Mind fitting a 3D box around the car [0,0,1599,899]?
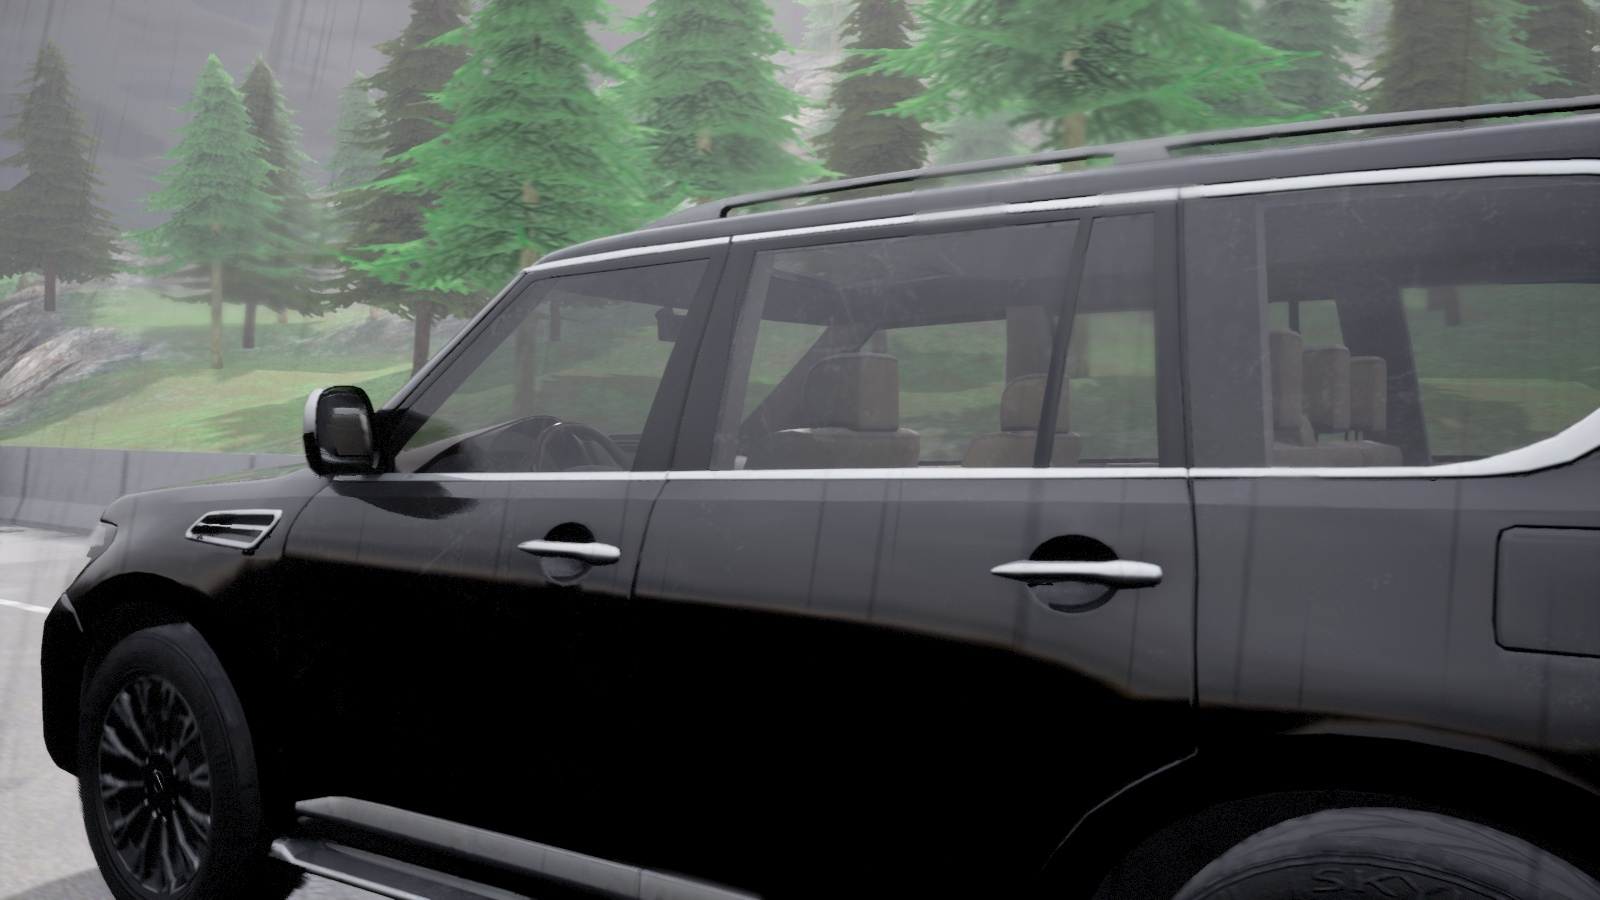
[{"bbox_3d":[0.208,0.409,3.482,5.566,2.045,2.150,0,1,34],"label":"car"}]
